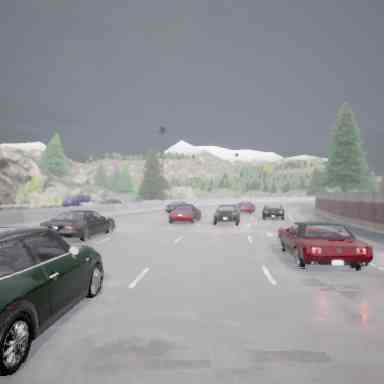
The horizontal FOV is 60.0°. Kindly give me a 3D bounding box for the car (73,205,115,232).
[{"bbox_3d":[-5.700,1.646,17.146,2.033,1.411,5.357,0,0,8],"label":"car"}]

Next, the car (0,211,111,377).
[{"bbox_3d":[-3.153,1.386,5.812,2.097,1.767,4.553,0,0,2],"label":"car"}]

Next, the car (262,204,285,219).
[{"bbox_3d":[7.533,1.781,30.769,1.895,1.301,4.718,0,0,14],"label":"car"}]

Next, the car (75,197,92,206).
[{"bbox_3d":[-15.498,1.900,51.895,1.895,1.301,4.718,0,0,19],"label":"car"}]

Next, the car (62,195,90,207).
[{"bbox_3d":[-18.518,1.536,53.887,2.150,2.045,5.566,0,-1,20],"label":"car"}]

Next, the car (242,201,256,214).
[{"bbox_3d":[6.419,1.795,39.536,1.994,1.385,4.181,0,0,18],"label":"car"}]

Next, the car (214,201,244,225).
[{"bbox_3d":[2.733,1.673,25.230,1.812,1.442,4.674,0,0,11],"label":"car"}]

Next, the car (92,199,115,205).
[{"bbox_3d":[-12.434,1.796,50.026,1.837,1.490,4.892,0,-1,19],"label":"car"}]

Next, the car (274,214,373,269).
[{"bbox_3d":[4.223,1.668,11.372,1.895,1.301,4.718,0,0,5],"label":"car"}]

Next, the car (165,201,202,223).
[{"bbox_3d":[-0.481,1.720,26.886,1.994,1.385,4.181,0,0,11],"label":"car"}]

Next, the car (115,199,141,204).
[{"bbox_3d":[-8.966,1.811,49.360,1.812,1.442,4.674,0,-1,19],"label":"car"}]
